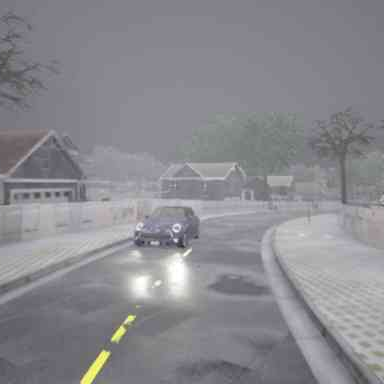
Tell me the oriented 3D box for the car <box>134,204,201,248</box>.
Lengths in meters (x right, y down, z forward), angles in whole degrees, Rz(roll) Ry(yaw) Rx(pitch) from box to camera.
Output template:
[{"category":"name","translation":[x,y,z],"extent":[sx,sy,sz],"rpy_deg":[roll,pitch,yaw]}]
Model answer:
[{"category":"car","translation":[-0.974,1.423,15.160],"extent":[2.097,1.767,4.553],"rpy_deg":[1,0,12]}]
